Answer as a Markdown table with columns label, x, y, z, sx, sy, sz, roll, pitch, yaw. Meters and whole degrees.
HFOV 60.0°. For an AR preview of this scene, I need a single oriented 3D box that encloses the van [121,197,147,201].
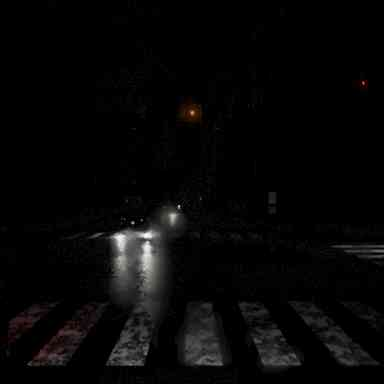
| label | x | y | z | sx | sy | sz | roll | pitch | yaw |
| --- | --- | --- | --- | --- | --- | --- | --- | --- | --- |
| van | -5.431 | 1.337 | 29.952 | 1.690 | 1.788 | 3.998 | 0 | 0 | 0 |

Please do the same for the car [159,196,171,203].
| label | x | y | z | sx | sy | sz | roll | pitch | yaw |
| --- | --- | --- | --- | --- | --- | --- | --- | --- | --- |
| car | -5.447 | 1.540 | 67.795 | 2.008 | 1.369 | 4.403 | 0 | 0 | 0 |

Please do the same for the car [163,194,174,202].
| label | x | y | z | sx | sy | sz | roll | pitch | yaw |
| --- | --- | --- | --- | --- | --- | --- | --- | --- | --- |
| car | -5.452 | 1.301 | 78.608 | 2.192 | 1.841 | 5.009 | 0 | 0 | 0 |

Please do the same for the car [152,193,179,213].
| label | x | y | z | sx | sy | sz | roll | pitch | yaw |
| --- | --- | --- | --- | --- | --- | --- | --- | --- | --- |
| car | -2.887 | 1.210 | 37.578 | 2.150 | 2.045 | 5.566 | 0 | 1 | -1 |

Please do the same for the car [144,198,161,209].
| label | x | y | z | sx | sy | sz | roll | pitch | yaw |
| --- | --- | --- | --- | --- | --- | --- | --- | --- | --- |
| car | -5.438 | 1.538 | 46.170 | 1.887 | 1.381 | 4.507 | 0 | 0 | 0 |

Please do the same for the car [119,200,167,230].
| label | x | y | z | sx | sy | sz | roll | pitch | yaw |
| --- | --- | --- | --- | --- | --- | --- | --- | --- | --- |
| car | -3.130 | 1.502 | 21.273 | 1.837 | 1.490 | 4.892 | 0 | 0 | 6 |

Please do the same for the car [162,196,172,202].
| label | x | y | z | sx | sy | sz | roll | pitch | yaw |
| --- | --- | --- | --- | --- | --- | --- | --- | --- | --- |
| car | -5.450 | 1.554 | 73.202 | 1.947 | 1.339 | 4.313 | 0 | 0 | 0 |

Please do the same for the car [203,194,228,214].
| label | x | y | z | sx | sy | sz | roll | pitch | yaw |
| --- | --- | --- | --- | --- | --- | --- | --- | --- | --- |
| car | 2.678 | 1.311 | 35.365 | 2.192 | 1.841 | 5.009 | 0 | 0 | 0 |

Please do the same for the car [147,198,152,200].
| label | x | y | z | sx | sy | sz | roll | pitch | yaw |
| --- | --- | --- | --- | --- | --- | --- | --- | --- | --- |
| car | -5.436 | 1.561 | 40.764 | 1.947 | 1.339 | 4.313 | 0 | 0 | 0 |

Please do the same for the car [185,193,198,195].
| label | x | y | z | sx | sy | sz | roll | pitch | yaw |
| --- | --- | --- | --- | --- | --- | --- | --- | --- | --- |
| car | -0.047 | 1.481 | 65.166 | 2.128 | 1.511 | 4.902 | 0 | 0 | 0 |

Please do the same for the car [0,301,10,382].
| label | x | y | z | sx | sy | sz | roll | pitch | yaw |
| --- | --- | --- | --- | --- | --- | --- | --- | --- | --- |
| car | -2.853 | 1.491 | 1.556 | 2.128 | 1.511 | 4.902 | 0 | 0 | 0 |

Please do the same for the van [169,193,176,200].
| label | x | y | z | sx | sy | sz | roll | pitch | yaw |
| --- | --- | --- | --- | --- | --- | --- | --- | --- | --- |
| van | -5.459 | 1.324 | 94.827 | 1.690 | 1.788 | 3.998 | 0 | 0 | 0 |

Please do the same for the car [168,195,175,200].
| label | x | y | z | sx | sy | sz | roll | pitch | yaw |
| --- | --- | --- | --- | --- | --- | --- | --- | --- | --- |
| car | -5.457 | 1.566 | 89.420 | 1.802 | 1.307 | 4.206 | 0 | 0 | 0 |

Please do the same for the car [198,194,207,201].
| label | x | y | z | sx | sy | sz | roll | pitch | yaw |
| --- | --- | --- | --- | --- | --- | --- | --- | --- | --- |
| car | 2.599 | 1.425 | 84.021 | 1.967 | 1.590 | 4.097 | 0 | 0 | 0 |

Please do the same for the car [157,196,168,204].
| label | x | y | z | sx | sy | sz | roll | pitch | yaw |
| --- | --- | --- | --- | --- | --- | --- | --- | --- | --- |
| car | -5.445 | 1.516 | 62.220 | 1.752 | 1.417 | 4.829 | 0 | 0 | 0 |

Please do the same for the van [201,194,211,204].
| label | x | y | z | sx | sy | sz | roll | pitch | yaw |
| --- | --- | --- | --- | --- | --- | --- | --- | --- | --- |
| van | 2.634 | 1.331 | 62.397 | 1.690 | 1.788 | 3.998 | 0 | 0 | 0 |

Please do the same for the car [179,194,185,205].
| label | x | y | z | sx | sy | sz | roll | pitch | yaw |
| --- | --- | --- | --- | --- | --- | --- | --- | --- | --- |
| car | -2.796 | 1.538 | 59.084 | 2.033 | 1.411 | 5.357 | 0 | 0 | 0 |

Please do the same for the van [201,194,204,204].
| label | x | y | z | sx | sy | sz | roll | pitch | yaw |
| --- | --- | --- | --- | --- | --- | --- | --- | --- | --- |
| van | 2.651 | 1.334 | 51.584 | 1.690 | 1.788 | 3.998 | 0 | 0 | 0 |

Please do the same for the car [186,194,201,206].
| label | x | y | z | sx | sy | sz | roll | pitch | yaw |
| --- | --- | --- | --- | --- | --- | --- | --- | --- | --- |
| car | 0.013 | 1.539 | 55.217 | 2.033 | 1.411 | 5.357 | 0 | 0 | 0 |
